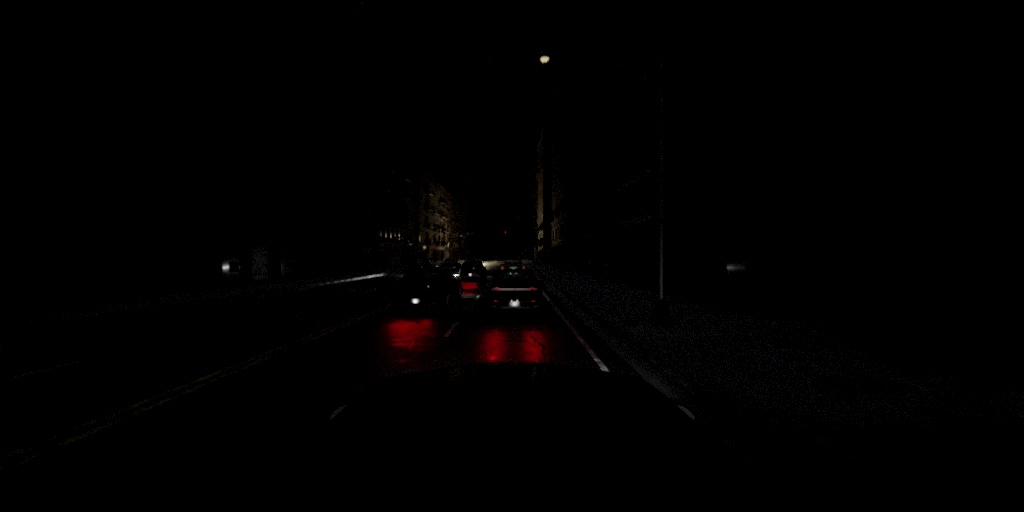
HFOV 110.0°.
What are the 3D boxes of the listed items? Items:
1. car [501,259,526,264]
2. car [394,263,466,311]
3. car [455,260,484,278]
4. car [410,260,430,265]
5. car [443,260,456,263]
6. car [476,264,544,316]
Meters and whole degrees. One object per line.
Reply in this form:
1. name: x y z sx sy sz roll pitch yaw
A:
1. car: 0.095 0.994 28.979 2.097 1.767 4.553 0 0 0
2. car: -3.160 1.210 14.167 1.837 1.490 4.892 0 0 0
3. car: -3.153 1.144 29.516 1.837 1.490 4.892 0 0 0
4. car: -9.833 1.122 38.721 1.812 1.442 4.674 0 0 0
5. car: -6.582 1.123 38.495 1.812 1.442 4.674 0 0 0
6. car: 0.086 1.200 13.059 2.128 1.511 4.902 0 0 0
